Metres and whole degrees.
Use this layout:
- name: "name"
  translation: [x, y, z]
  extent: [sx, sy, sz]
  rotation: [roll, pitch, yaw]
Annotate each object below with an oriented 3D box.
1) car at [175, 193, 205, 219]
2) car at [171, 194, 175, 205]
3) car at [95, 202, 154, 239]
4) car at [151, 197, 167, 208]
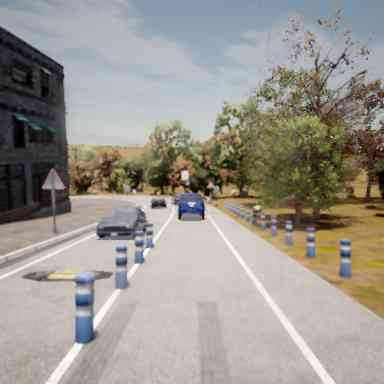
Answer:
- name: "car"
  translation: [-0.075, 1.108, 28.095]
  extent: [2.150, 2.045, 5.566]
  rotation: [0, 0, -1]
- name: "car"
  translation: [-1.775, 0.960, 46.192]
  extent: [1.837, 1.490, 4.892]
  rotation: [-1, 2, -11]
- name: "car"
  translation: [-3.431, 1.474, 17.272]
  extent: [2.033, 1.411, 5.357]
  rotation: [0, 0, 0]
- name: "car"
  translation: [-4.070, 1.249, 40.927]
  extent: [1.895, 1.301, 4.718]
  rotation: [-1, 2, -7]
